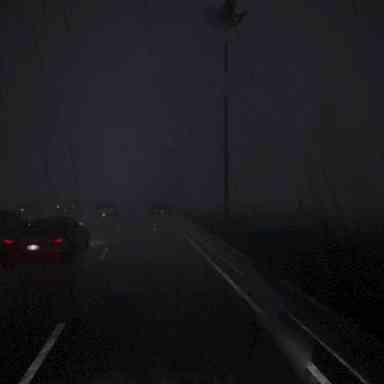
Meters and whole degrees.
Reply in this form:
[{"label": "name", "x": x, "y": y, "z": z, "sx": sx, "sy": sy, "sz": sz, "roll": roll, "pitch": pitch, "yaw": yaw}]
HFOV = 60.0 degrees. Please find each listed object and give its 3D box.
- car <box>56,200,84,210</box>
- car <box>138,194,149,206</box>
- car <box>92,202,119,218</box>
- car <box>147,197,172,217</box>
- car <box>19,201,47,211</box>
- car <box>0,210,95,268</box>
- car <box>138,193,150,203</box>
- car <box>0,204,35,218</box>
[{"label": "car", "x": -11.201, "y": 1.424, "z": 30.725, "sx": 1.812, "sy": 1.442, "sz": 4.674, "roll": 0, "pitch": 0, "yaw": -9}, {"label": "car", "x": -7.091, "y": 1.404, "z": 49.708, "sx": 1.895, "sy": 1.301, "sz": 4.718, "roll": 0, "pitch": 0, "yaw": -9}, {"label": "car", "x": -7.312, "y": 1.497, "z": 28.419, "sx": 1.895, "sy": 1.301, "sz": 4.718, "roll": 0, "pitch": 0, "yaw": -9}, {"label": "car", "x": -2.770, "y": 1.406, "z": 29.316, "sx": 1.812, "sy": 1.442, "sz": 4.674, "roll": 0, "pitch": 0, "yaw": -9}, {"label": "car", "x": -14.659, "y": 1.472, "z": 30.174, "sx": 1.994, "sy": 1.385, "sz": 4.181, "roll": 0, "pitch": 0, "yaw": -9}, {"label": "car", "x": -4.751, "y": 1.526, "z": 11.323, "sx": 1.994, "sy": 1.385, "sz": 4.181, "roll": 0, "pitch": 0, "yaw": -8}, {"label": "car", "x": -9.254, "y": 1.099, "z": 64.008, "sx": 2.097, "sy": 1.767, "sz": 4.553, "roll": 0, "pitch": 0, "yaw": -9}, {"label": "car", "x": -8.837, "y": 1.485, "z": 14.835, "sx": 1.812, "sy": 1.442, "sz": 4.674, "roll": 0, "pitch": 0, "yaw": -8}]
